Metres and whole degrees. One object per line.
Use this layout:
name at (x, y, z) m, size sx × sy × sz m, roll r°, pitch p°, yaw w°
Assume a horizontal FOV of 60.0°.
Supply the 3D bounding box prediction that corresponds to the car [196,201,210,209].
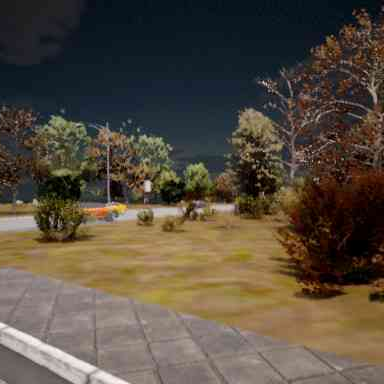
car at (1.139, 2.175, 56.959) m, size 2.033 × 1.411 × 5.357 m, roll -2°, pitch -2°, yaw 32°

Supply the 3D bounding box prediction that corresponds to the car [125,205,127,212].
car at (-9.925, 1.981, 39.451) m, size 1.882 × 1.535 × 5.008 m, roll -2°, pitch -1°, yaw 32°

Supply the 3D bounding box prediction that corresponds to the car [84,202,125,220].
car at (-8.375, 1.598, 28.366) m, size 2.097 × 1.767 × 4.553 m, roll -2°, pitch -1°, yaw 32°
